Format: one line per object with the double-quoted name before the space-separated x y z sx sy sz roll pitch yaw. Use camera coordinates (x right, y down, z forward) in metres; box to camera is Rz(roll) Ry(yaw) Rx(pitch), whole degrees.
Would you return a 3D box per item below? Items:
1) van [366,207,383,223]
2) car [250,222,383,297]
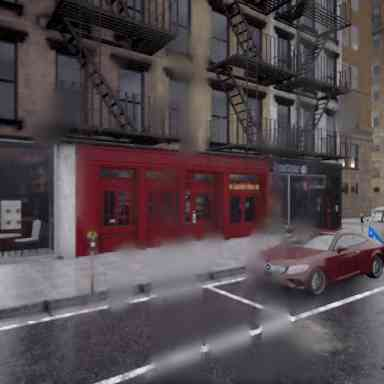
"van" 7.788 1.361 11.700 3.998 1.788 1.690 0 0 -35
"car" 3.376 1.593 8.575 4.206 1.307 1.802 0 0 -35
